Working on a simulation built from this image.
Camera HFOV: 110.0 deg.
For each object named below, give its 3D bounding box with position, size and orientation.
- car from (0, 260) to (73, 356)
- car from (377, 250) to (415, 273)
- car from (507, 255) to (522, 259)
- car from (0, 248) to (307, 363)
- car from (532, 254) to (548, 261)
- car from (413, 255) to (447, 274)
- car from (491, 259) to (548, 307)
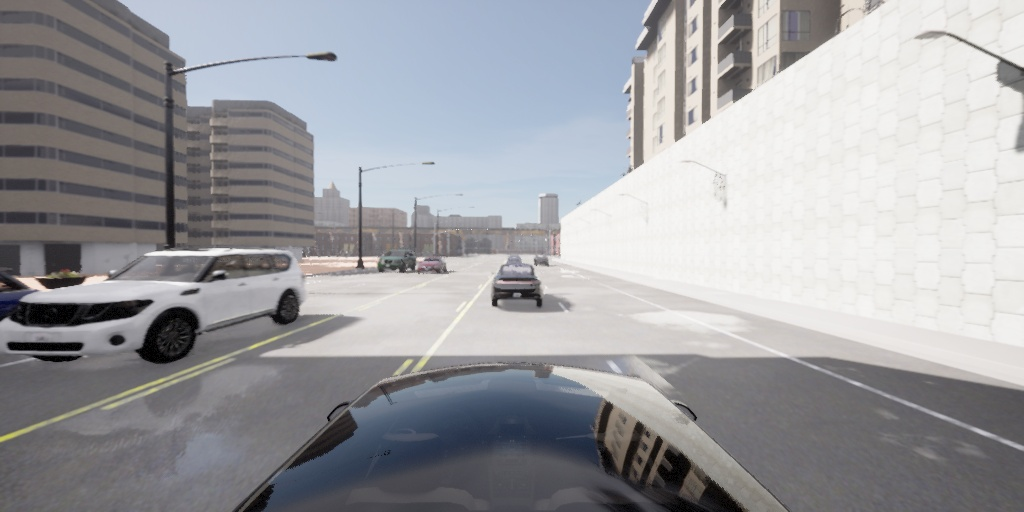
[{"bbox_3d":[-10.583,0.998,5.490,2.097,1.767,4.553,0,1,0],"label":"car"},{"bbox_3d":[-10.358,0.435,32.768,2.150,2.045,5.566,0,1,1],"label":"car"},{"bbox_3d":[0.307,0.584,46.537,2.033,1.411,5.357,0,1,1],"label":"car"},{"bbox_3d":[-7.062,0.841,8.162,2.150,2.045,5.566,0,1,0],"label":"car"},{"bbox_3d":[3.837,0.514,48.285,2.128,1.511,4.902,0,1,1],"label":"car"},{"bbox_3d":[-6.877,0.775,31.293,1.812,1.442,4.674,0,1,1],"label":"car"},{"bbox_3d":[0.182,1.043,14.234,2.128,1.511,4.902,0,1,0],"label":"car"}]
